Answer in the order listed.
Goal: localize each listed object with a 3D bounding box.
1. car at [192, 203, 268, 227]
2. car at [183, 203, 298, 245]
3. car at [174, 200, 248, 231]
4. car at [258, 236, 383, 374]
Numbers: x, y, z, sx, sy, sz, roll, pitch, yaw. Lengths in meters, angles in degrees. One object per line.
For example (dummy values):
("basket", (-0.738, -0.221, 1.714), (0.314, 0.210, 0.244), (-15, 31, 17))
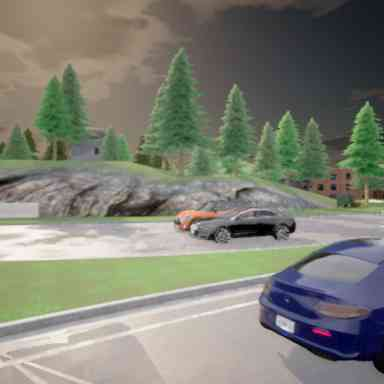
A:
("car", (2.567, 1.492, 22.460), (4.718, 1.301, 1.895), (0, 0, -21))
("car", (2.354, 1.416, 14.975), (4.902, 1.511, 2.128), (0, 0, -19))
("car", (1.319, 1.266, 18.327), (4.553, 1.767, 2.097), (0, 0, -19))
("car", (3.176, 1.491, 5.350), (4.674, 1.442, 1.812), (0, 0, -30))
